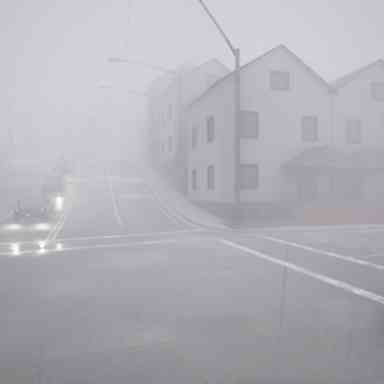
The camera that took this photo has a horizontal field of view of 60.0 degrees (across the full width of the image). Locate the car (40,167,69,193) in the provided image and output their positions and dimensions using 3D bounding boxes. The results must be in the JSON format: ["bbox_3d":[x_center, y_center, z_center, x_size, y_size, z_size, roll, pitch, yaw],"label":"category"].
[{"bbox_3d":[-13.185,-0.980,31.669,1.837,1.490,4.892,0,14,-16],"label":"car"}]

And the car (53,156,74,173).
[{"bbox_3d":[-15.853,-3.511,41.104,2.097,1.767,4.553,0,13,-16],"label":"car"}]

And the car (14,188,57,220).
[{"bbox_3d":[-10.481,0.862,22.227,1.812,1.442,4.674,0,7,-16],"label":"car"}]
